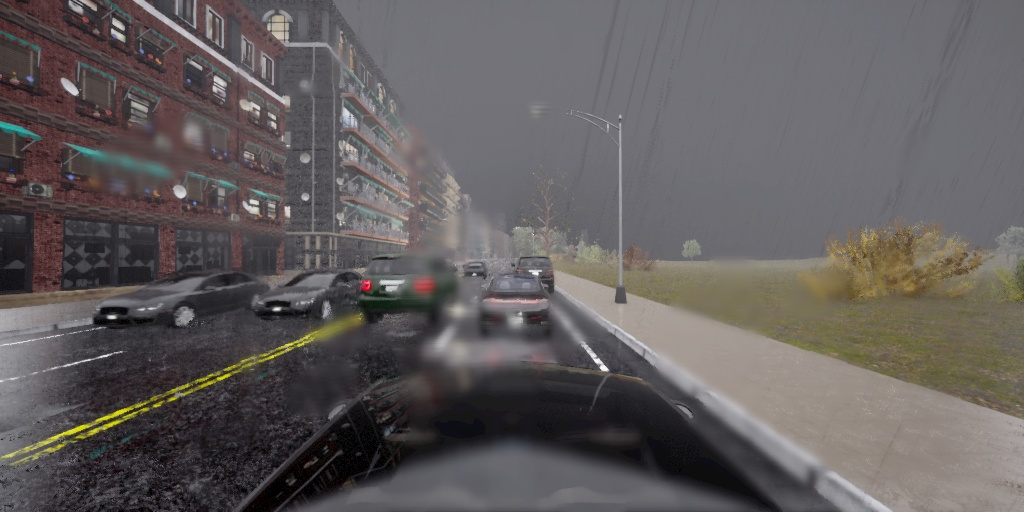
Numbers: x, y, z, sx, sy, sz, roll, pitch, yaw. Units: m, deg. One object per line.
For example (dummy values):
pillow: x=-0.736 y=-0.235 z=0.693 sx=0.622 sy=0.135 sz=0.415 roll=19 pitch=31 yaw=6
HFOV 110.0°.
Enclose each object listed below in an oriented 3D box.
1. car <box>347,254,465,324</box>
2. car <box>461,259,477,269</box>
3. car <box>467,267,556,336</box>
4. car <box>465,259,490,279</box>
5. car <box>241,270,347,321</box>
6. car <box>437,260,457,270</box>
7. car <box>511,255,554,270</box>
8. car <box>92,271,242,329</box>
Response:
car: x=-3.142 y=0.970 z=12.099 sx=2.150 sy=2.045 sz=5.566 roll=0 pitch=0 yaw=0
car: x=-6.544 y=1.231 z=55.600 sx=1.882 sy=1.535 sz=5.008 roll=0 pitch=0 yaw=0
car: x=0.108 y=1.243 z=10.420 sx=2.128 sy=1.511 sz=4.902 roll=0 pitch=0 yaw=0
car: x=-3.123 y=1.260 z=32.394 sx=1.837 sy=1.490 sz=4.892 roll=0 pitch=0 yaw=0
car: x=-6.590 y=1.257 z=12.484 sx=1.837 sy=1.490 sz=4.892 roll=0 pitch=0 yaw=0
car: x=-9.798 y=1.300 z=54.210 sx=2.033 sy=1.411 sz=5.357 roll=0 pitch=0 yaw=0
car: x=1.154 y=0.978 z=20.289 sx=2.150 sy=2.045 sz=5.566 roll=0 pitch=0 yaw=0
car: x=-9.841 y=1.257 z=11.267 sx=1.837 sy=1.490 sz=4.892 roll=0 pitch=0 yaw=0
